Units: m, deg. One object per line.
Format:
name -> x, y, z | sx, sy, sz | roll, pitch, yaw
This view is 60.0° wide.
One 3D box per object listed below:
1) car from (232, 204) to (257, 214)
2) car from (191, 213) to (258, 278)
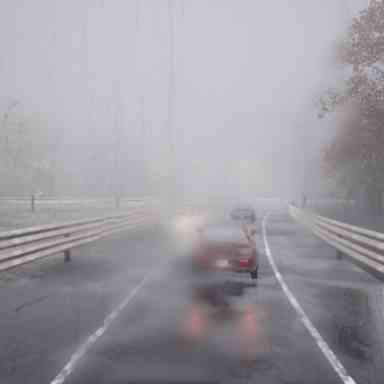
car -> 4.453, 1.765, 28.233 | 2.128, 1.511, 4.902 | 0, -1, 13
car -> 1.072, 1.626, 10.488 | 1.812, 1.442, 4.674 | 0, 0, 8
